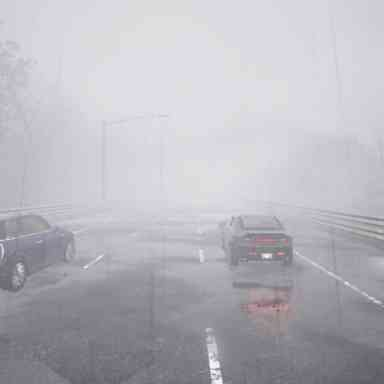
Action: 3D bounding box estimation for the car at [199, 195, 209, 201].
[{"bbox_3d":[2.872,1.675,85.870,1.895,1.301,4.718,0,0,6],"label":"car"}]

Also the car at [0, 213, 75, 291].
[{"bbox_3d":[-4.933,1.354,9.162,2.097,1.767,4.553,0,0,0],"label":"car"}]

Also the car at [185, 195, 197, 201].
[{"bbox_3d":[-0.657,1.620,85.767,2.033,1.411,5.357,0,0,6],"label":"car"}]

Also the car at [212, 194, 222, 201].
[{"bbox_3d":[6.431,1.436,86.264,2.097,1.767,4.553,0,0,6],"label":"car"}]

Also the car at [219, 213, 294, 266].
[{"bbox_3d":[2.095,1.509,11.575,1.837,1.490,4.892,0,0,1],"label":"car"}]
